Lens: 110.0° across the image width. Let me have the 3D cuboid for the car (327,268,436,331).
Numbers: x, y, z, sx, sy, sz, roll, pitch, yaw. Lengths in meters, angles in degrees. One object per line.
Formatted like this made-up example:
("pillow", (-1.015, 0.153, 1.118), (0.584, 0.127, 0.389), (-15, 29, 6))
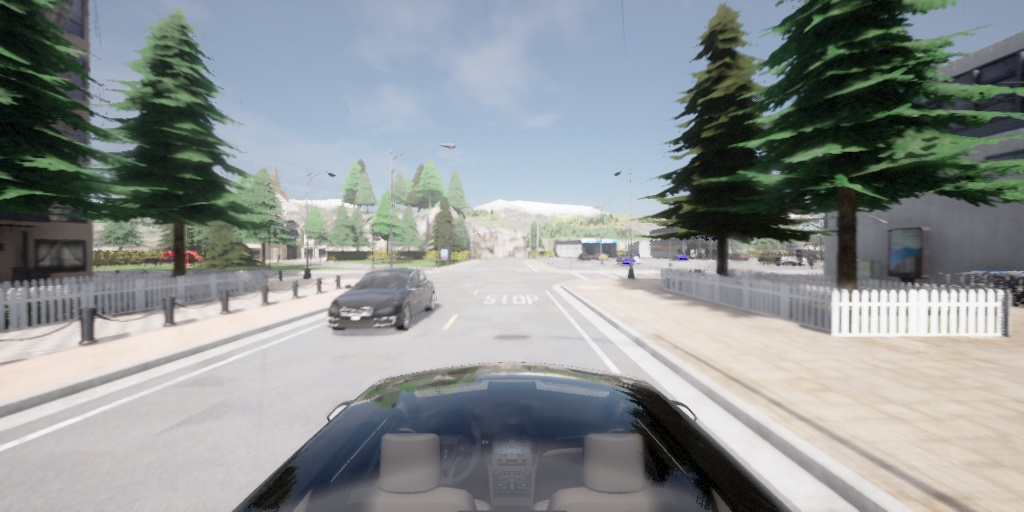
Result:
("car", (-3.549, 1.139, 10.605), (1.837, 1.490, 4.892), (0, 1, 0))
